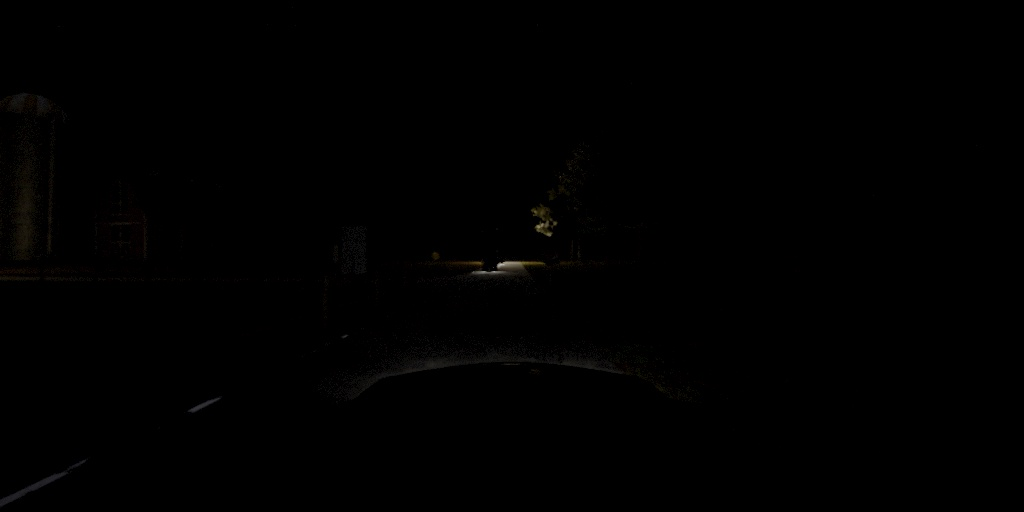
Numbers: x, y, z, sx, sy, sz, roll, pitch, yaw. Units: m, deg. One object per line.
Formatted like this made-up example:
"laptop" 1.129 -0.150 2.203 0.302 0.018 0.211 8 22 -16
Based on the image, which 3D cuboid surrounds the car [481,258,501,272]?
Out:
"car" -2.741 1.200 45.069 1.837 1.490 4.892 0 2 0
